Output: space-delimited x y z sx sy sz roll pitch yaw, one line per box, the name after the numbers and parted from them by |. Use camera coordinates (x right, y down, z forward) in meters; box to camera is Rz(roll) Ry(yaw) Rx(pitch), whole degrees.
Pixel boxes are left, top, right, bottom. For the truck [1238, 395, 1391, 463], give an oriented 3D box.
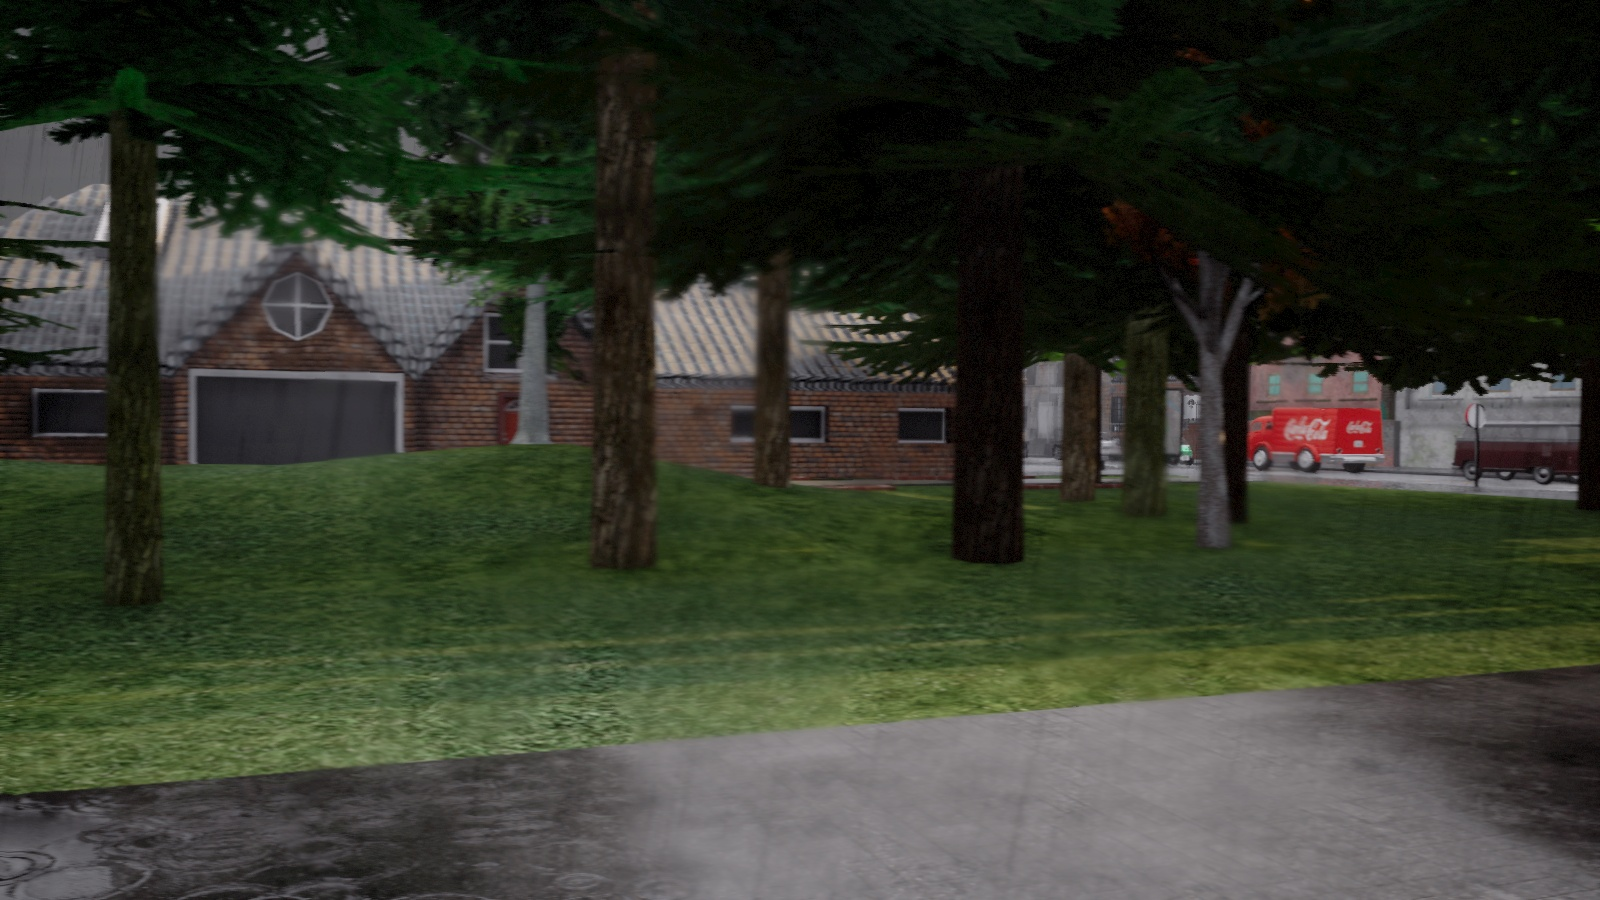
19.755 -0.807 48.501 2.627 2.467 5.204 -1 1 -20 | truck

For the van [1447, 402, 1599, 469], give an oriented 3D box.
23.017 -0.461 39.775 1.775 1.987 4.442 -1 1 -20 | van

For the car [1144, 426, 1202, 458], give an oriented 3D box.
16.766 -0.364 56.542 1.481 1.376 2.207 -1 1 -20 | car

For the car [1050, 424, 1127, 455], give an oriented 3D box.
14.405 -0.531 62.848 1.970 1.475 3.806 -1 1 -21 | car
